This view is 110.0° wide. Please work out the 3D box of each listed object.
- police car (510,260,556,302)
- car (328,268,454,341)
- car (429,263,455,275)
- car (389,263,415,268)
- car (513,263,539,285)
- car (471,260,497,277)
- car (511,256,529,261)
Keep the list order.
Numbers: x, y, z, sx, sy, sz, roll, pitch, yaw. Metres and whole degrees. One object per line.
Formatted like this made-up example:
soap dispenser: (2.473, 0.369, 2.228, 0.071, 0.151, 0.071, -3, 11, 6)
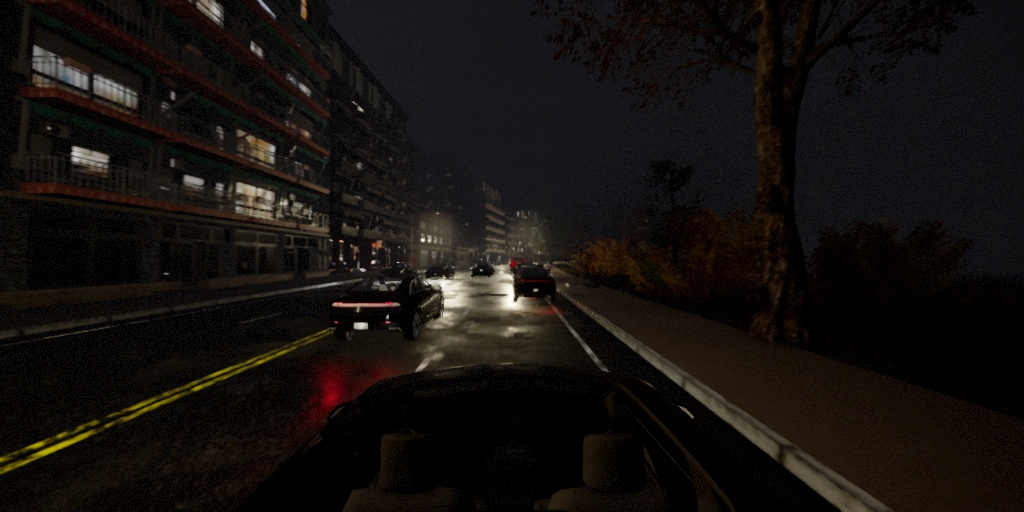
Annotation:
police car: (0.973, 1.193, 17.348, 1.930, 1.638, 5.238, 0, 0, 0)
car: (-3.151, 1.250, 9.901, 2.128, 1.511, 4.902, 0, 0, 0)
car: (-6.449, 1.353, 32.419, 1.994, 1.385, 4.181, 0, 0, 2)
car: (-9.752, 1.334, 30.966, 2.033, 1.411, 5.357, 0, 0, 1)
car: (0.991, 1.286, 27.182, 1.837, 1.490, 4.892, 0, 0, 1)
car: (-2.911, 1.359, 36.836, 1.994, 1.385, 4.181, 0, 0, 2)
car: (0.953, 1.049, 51.626, 2.150, 2.045, 5.566, 0, 0, 4)
